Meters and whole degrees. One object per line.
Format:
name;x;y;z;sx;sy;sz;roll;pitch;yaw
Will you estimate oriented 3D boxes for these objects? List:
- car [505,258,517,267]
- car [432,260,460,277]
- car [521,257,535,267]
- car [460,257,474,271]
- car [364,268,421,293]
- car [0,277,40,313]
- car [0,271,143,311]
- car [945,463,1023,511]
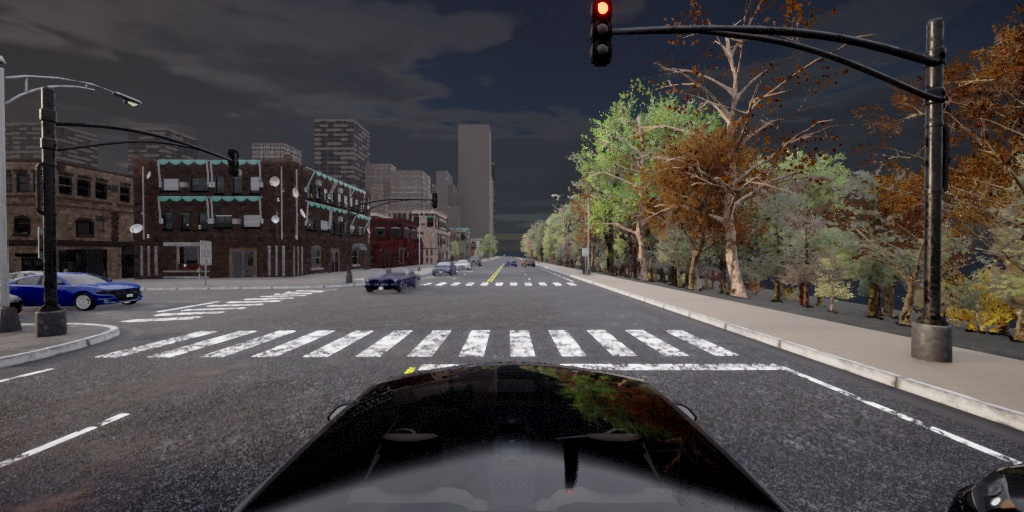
car;-0.203;1.078;63.995;2.097;1.767;4.553;0;0;0
car;-6.765;1.264;36.253;1.812;1.442;4.674;0;0;0
car;3.052;1.231;63.211;1.837;1.490;4.892;0;0;0
car;-6.822;1.258;50.235;1.812;1.442;4.674;0;0;0
car;-6.695;1.346;20.487;1.895;1.301;4.718;0;0;0
car;-19.998;1.565;12.493;4.313;1.339;1.948;0;0;0
car;-18.751;1.435;15.209;5.008;1.535;1.882;-1;1;-1
car;3.363;1.314;0.173;1.994;1.385;4.181;0;0;-1
